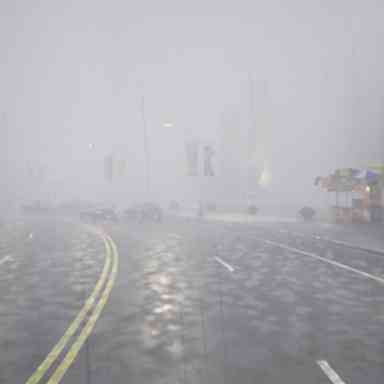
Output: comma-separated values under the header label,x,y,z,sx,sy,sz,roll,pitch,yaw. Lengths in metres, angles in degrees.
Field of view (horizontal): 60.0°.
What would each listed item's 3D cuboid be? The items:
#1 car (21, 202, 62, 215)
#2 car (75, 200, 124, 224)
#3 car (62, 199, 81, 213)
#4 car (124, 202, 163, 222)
label,x,y,z,sx,sy,sz,roll,pitch,yaw
car,-16.107,1.660,35.073,4.718,1.301,1.895,0,0,39
car,-7.209,1.573,25.609,1.812,1.442,4.674,0,0,-34
car,-13.171,1.558,37.168,4.902,1.511,2.128,0,0,40
car,-4.028,1.559,26.991,1.837,1.490,4.892,0,0,-32
